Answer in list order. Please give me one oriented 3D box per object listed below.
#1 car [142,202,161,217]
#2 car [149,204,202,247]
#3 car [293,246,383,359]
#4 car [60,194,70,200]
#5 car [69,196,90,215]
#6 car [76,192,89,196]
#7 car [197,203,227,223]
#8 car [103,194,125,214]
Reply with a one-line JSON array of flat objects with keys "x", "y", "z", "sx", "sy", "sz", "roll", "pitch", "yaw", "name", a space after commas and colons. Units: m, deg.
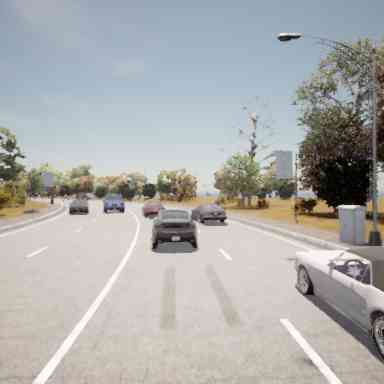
[{"x": -3.763, "y": 1.614, "z": 32.330, "sx": 1.994, "sy": 1.385, "sz": 4.181, "roll": 0, "pitch": 0, "yaw": -13, "name": "car"}, {"x": -0.852, "y": 1.526, "z": 15.041, "sx": 1.837, "sy": 1.490, "sz": 4.892, "roll": 0, "pitch": 0, "yaw": -6, "name": "car"}, {"x": 3.377, "y": 1.600, "z": 5.748, "sx": 1.895, "sy": 1.301, "sz": 4.718, "roll": 0, "pitch": 0, "yaw": -2, "name": "car"}, {"x": -27.595, "y": 1.210, "z": 72.919, "sx": 1.882, "sy": 1.535, "sz": 5.008, "roll": 0, "pitch": 0, "yaw": -31, "name": "car"}, {"x": -11.796, "y": 1.540, "z": 35.004, "sx": 1.882, "sy": 1.535, "sz": 5.008, "roll": 0, "pitch": 0, "yaw": -15, "name": "car"}, {"x": -24.584, "y": 0.964, "z": 74.705, "sx": 2.150, "sy": 2.045, "sz": 5.566, "roll": 0, "pitch": 0, "yaw": -31, "name": "car"}, {"x": 1.217, "y": 1.580, "z": 25.652, "sx": 2.033, "sy": 1.411, "sz": 5.357, "roll": 0, "pitch": 0, "yaw": -10, "name": "car"}, {"x": -8.768, "y": 1.283, "z": 37.327, "sx": 2.150, "sy": 2.045, "sz": 5.566, "roll": 0, "pitch": 0, "yaw": -15, "name": "car"}]
